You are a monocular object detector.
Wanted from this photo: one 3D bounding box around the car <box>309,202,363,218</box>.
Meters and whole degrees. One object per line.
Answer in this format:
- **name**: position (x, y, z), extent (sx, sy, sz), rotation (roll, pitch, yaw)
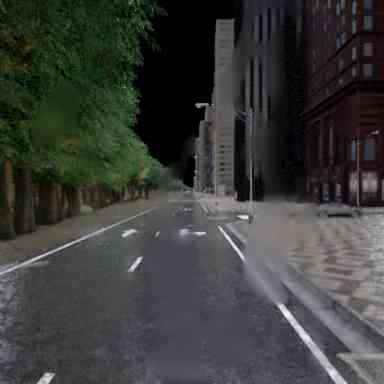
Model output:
- **car**: position (12.267, 1.528, 28.437), extent (4.181, 1.385, 1.994), rotation (0, 0, 0)
